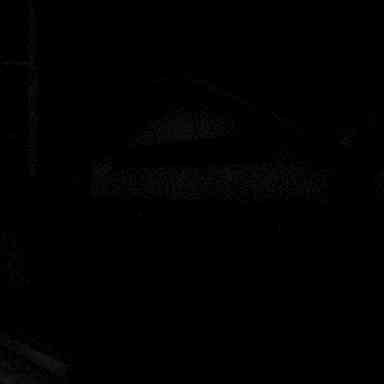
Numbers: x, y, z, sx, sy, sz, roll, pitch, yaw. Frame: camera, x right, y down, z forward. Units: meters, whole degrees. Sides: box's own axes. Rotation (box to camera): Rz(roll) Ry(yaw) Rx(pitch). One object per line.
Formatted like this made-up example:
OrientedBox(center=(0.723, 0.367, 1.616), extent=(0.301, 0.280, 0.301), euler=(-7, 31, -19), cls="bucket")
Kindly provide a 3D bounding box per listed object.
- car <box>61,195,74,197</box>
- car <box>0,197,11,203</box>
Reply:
OrientedBox(center=(-13.211, 1.245, 37.134), extent=(3.866, 1.878, 1.905), euler=(0, 0, 35), cls="car")
OrientedBox(center=(-20.017, 1.403, 35.002), extent=(4.611, 1.667, 2.242), euler=(0, 0, 35), cls="car")
